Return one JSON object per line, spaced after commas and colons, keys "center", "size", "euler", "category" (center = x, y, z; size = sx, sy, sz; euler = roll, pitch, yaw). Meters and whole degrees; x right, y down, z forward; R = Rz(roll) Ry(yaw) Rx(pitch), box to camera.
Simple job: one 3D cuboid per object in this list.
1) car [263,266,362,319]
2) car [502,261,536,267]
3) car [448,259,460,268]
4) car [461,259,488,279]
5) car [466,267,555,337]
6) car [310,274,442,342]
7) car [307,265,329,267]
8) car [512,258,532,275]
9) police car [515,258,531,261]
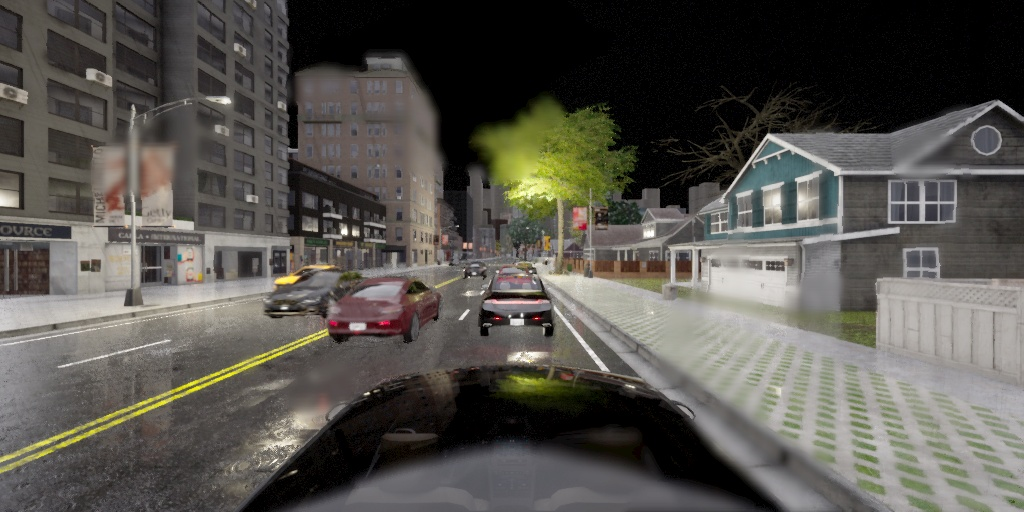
{"center": [-6.587, 1.251, 12.808], "size": [1.837, 1.490, 4.892], "euler": [0, 0, 0], "category": "car"}
{"center": [0.119, 1.219, 19.828], "size": [1.882, 1.535, 5.008], "euler": [0, 0, 0], "category": "car"}
{"center": [-9.759, 1.192, 61.815], "size": [1.837, 1.490, 4.892], "euler": [0, 0, 0], "category": "car"}
{"center": [-3.114, 1.253, 31.836], "size": [1.812, 1.442, 4.674], "euler": [0, 0, 0], "category": "car"}
{"center": [0.112, 1.239, 10.324], "size": [2.128, 1.511, 4.902], "euler": [0, 0, 0], "category": "car"}
{"center": [-3.142, 1.274, 9.604], "size": [1.812, 1.442, 4.674], "euler": [0, 0, 0], "category": "car"}
{"center": [-9.833, 1.220, 18.204], "size": [1.882, 1.535, 5.008], "euler": [0, 0, 0], "category": "car"}
{"center": [1.014, 1.069, 39.417], "size": [2.097, 1.767, 4.553], "euler": [0, 0, 0], "category": "car"}
{"center": [1.004, 1.156, 29.557], "size": [1.930, 1.638, 5.238], "euler": [0, 0, 0], "category": "police car"}
